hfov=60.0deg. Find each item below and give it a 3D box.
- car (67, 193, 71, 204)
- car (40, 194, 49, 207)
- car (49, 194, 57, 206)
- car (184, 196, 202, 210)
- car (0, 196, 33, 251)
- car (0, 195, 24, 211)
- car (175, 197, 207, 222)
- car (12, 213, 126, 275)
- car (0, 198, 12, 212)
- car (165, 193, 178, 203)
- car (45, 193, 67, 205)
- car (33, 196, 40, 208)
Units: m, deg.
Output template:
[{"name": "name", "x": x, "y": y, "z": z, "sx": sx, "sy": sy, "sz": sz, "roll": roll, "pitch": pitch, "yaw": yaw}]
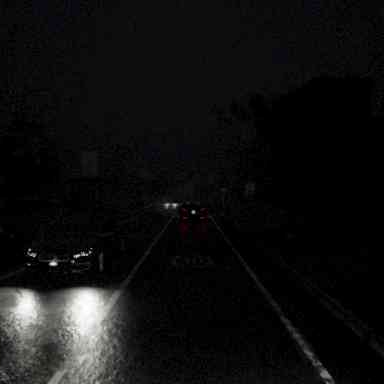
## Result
[{"name": "car", "x": -22.150, "y": 1.303, "z": 52.199, "sx": 4.792, "sy": 1.488, "sz": 2.163, "roll": 0, "pitch": 0, "yaw": 0}, {"name": "car", "x": -22.104, "y": 1.307, "z": 43.873, "sx": 4.892, "sy": 1.521, "sz": 2.231, "roll": 0, "pitch": 0, "yaw": 0}, {"name": "car", "x": -22.142, "y": 1.324, "z": 46.647, "sx": 4.792, "sy": 1.488, "sz": 2.163, "roll": 0, "pitch": 0, "yaw": 0}, {"name": "car", "x": 0.100, "y": 1.309, "z": 41.325, "sx": 2.033, "sy": 1.411, "sz": 5.357, "roll": 0, "pitch": 1, "yaw": 0}, {"name": "car", "x": -8.957, "y": 1.199, "z": 11.453, "sx": 5.566, "sy": 2.045, "sz": 2.435, "roll": 0, "pitch": 0, "yaw": 0}, {"name": "car", "x": -22.133, "y": 1.203, "z": 38.321, "sx": 4.553, "sy": 1.767, "sz": 2.185, "roll": 0, "pitch": 0, "yaw": 0}, {"name": "car", "x": 0.100, "y": 1.406, "z": 25.156, "sx": 2.163, "sy": 1.488, "sz": 4.792, "roll": 0, "pitch": 0, "yaw": 0}, {"name": "car", "x": -3.349, "y": 1.473, "z": 10.456, "sx": 1.837, "sy": 1.490, "sz": 4.892, "roll": 0, "pitch": 0, "yaw": 0}, {"name": "car", "x": -22.096, "y": 1.381, "z": 35.547, "sx": 4.674, "sy": 1.452, "sz": 2.002, "roll": 0, "pitch": 0, "yaw": 0}, {"name": "car", "x": -3.312, "y": 0.900, "z": 54.051, "sx": 2.033, "sy": 1.411, "sz": 5.357, "roll": 0, "pitch": 5, "yaw": 0}, {"name": "car", "x": -21.931, "y": 1.281, "z": 49.422, "sx": 5.366, "sy": 1.575, "sz": 1.946, "roll": 0, "pitch": 0, "yaw": 0}, {"name": "car", "x": -22.112, "y": 1.317, "z": 41.098, "sx": 5.008, "sy": 1.535, "sz": 2.097, "roll": 0, "pitch": 0, "yaw": 0}]
